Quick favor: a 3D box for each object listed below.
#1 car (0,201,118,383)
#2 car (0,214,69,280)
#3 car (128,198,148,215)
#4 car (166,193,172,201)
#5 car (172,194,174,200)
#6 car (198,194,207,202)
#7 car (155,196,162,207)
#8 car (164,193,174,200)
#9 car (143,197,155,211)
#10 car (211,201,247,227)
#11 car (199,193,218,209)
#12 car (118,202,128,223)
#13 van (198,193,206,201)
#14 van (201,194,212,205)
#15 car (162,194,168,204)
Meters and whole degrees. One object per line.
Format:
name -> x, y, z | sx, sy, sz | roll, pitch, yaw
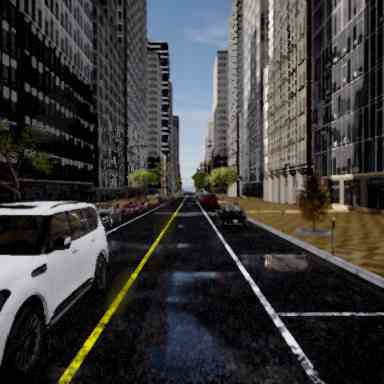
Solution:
car -> -3.025, 1.217, 5.751 | 2.150, 2.045, 5.566 | 0, 0, 0
car -> -5.747, 1.539, 10.608 | 2.008, 1.369, 4.403 | -1, 0, 0
car -> -5.868, 1.528, 33.342 | 1.802, 1.307, 4.206 | -1, 0, 0
car -> -6.081, 1.418, 73.127 | 2.008, 1.369, 4.403 | -1, 0, 0
car -> -6.142, 1.283, 84.494 | 1.967, 1.590, 4.097 | -1, 0, 0
car -> 2.298, 1.295, 73.172 | 1.967, 1.590, 4.097 | -1, 0, 0
car -> -5.958, 1.439, 50.223 | 1.752, 1.417, 4.829 | -1, 0, 0
car -> -6.174, 1.146, 90.177 | 2.192, 1.841, 5.009 | -1, 0, 0
car -> -5.900, 1.375, 39.025 | 1.967, 1.590, 4.097 | -1, 0, 0
car -> 2.573, 1.506, 22.019 | 2.008, 1.369, 4.403 | -1, 0, 0
car -> 2.449, 1.227, 44.754 | 2.192, 1.841, 5.009 | -1, 0, 0
car -> -5.808, 1.518, 21.975 | 2.008, 1.369, 4.403 | -1, 0, 0
van -> 2.267, 1.184, 78.855 | 1.690, 1.788, 3.998 | -1, 0, 0
van -> 2.389, 1.231, 56.121 | 1.690, 1.788, 3.998 | -1, 0, 0
car -> -6.020, 1.456, 61.760 | 1.947, 1.339, 4.313 | -1, 0, 0
